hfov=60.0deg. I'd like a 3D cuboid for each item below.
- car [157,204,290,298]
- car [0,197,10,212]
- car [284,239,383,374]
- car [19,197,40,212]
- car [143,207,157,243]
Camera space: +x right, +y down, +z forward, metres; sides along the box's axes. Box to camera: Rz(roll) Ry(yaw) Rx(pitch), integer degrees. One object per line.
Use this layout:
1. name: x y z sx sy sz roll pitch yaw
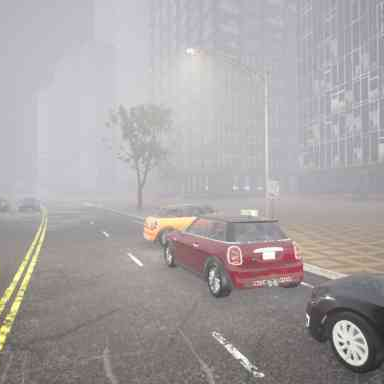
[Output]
1. car: 0.798 1.355 8.934 2.097 1.767 4.553 0 0 -23
2. car: -22.131 1.389 37.968 2.097 1.767 4.553 0 0 -24
3. car: 3.576 1.505 3.492 1.837 1.490 4.892 0 0 -36
4. car: -19.173 1.392 39.315 2.097 1.767 4.553 0 0 -24
5. car: 0.214 1.278 14.605 4.553 1.767 2.097 -3 1 -21
